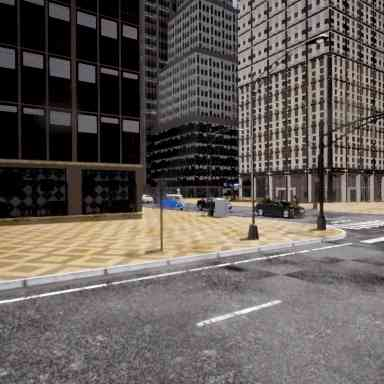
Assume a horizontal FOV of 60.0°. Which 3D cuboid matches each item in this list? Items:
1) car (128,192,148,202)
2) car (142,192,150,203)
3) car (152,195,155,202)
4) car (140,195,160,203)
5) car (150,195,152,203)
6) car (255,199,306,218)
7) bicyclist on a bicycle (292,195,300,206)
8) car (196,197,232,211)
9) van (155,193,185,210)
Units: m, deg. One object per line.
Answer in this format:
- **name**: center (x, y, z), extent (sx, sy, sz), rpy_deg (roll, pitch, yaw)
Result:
- **car**: center (-10.955, 0.982, 67.157), extent (2.192, 1.841, 5.009), rpy_deg (0, 0, -34)
- **car**: center (-8.578, 1.254, 59.002), extent (1.812, 1.442, 4.674), rpy_deg (-1, 1, -34)
- **car**: center (-3.242, 1.349, 45.395), extent (1.812, 1.442, 4.674), rpy_deg (-1, 1, -34)
- **car**: center (-7.855, 1.239, 62.567), extent (1.887, 1.381, 4.507), rpy_deg (0, 0, -34)
- **car**: center (-4.755, 1.036, 57.975), extent (2.192, 1.841, 5.009), rpy_deg (0, 0, -34)
- **car**: center (7.679, 1.420, 29.205), extent (1.837, 1.490, 4.892), rpy_deg (-1, 1, -34)
- **bicyclist on a bicycle**: center (11.987, 1.119, 38.432), extent (1.656, 1.620, 0.582), rpy_deg (-1, 1, -34)
- **car**: center (2.407, 1.362, 37.015), extent (2.128, 1.511, 4.902), rpy_deg (-1, 1, -34)
- **van**: center (-2.401, 1.211, 39.514), extent (1.690, 1.788, 3.998), rpy_deg (0, 0, -34)
